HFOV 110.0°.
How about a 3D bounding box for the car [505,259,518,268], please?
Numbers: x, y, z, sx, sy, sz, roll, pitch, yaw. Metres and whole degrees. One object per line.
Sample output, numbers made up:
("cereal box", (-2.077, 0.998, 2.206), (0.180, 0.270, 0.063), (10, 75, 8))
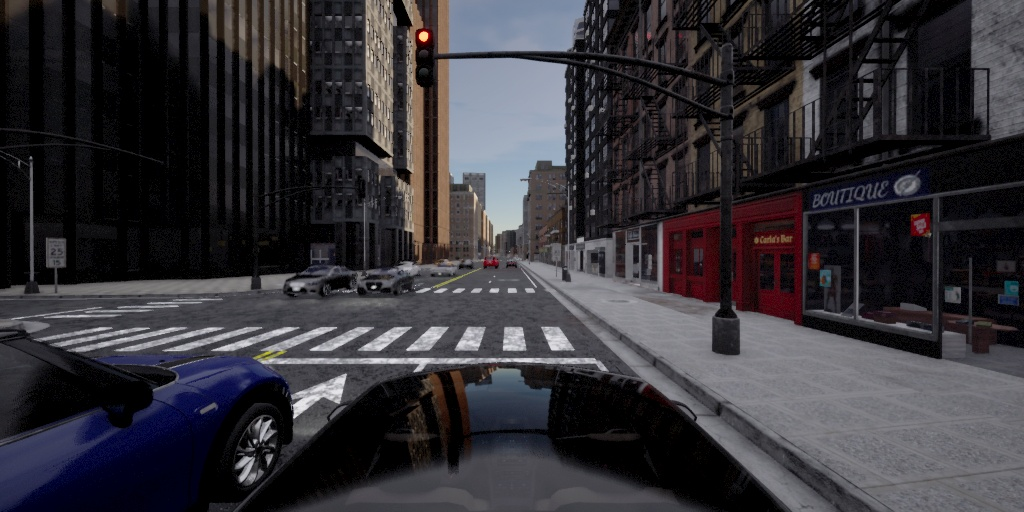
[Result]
("car", (-0.083, 1.273, 61.835), (1.837, 1.490, 4.892), (0, 0, 0))

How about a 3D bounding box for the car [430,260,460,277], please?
("car", (-6.698, 1.360, 35.345), (1.895, 1.301, 4.718), (0, 0, 0))

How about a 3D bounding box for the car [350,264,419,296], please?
("car", (-6.651, 1.317, 19.259), (1.994, 1.385, 4.181), (0, 0, 0))

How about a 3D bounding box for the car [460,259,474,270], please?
("car", (-6.731, 1.243, 53.212), (1.882, 1.535, 5.008), (0, 0, 0))

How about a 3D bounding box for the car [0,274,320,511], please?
("car", (-3.145, 1.102, 1.592), (2.097, 1.767, 4.553), (0, 0, 0))

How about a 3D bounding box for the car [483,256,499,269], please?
("car", (-3.420, 0.988, 58.051), (2.150, 2.045, 5.566), (0, 0, 0))

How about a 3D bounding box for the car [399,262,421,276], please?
("car", (-9.939, 1.284, 33.663), (1.812, 1.442, 4.674), (0, 0, 0))

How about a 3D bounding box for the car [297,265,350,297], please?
("car", (-9.901, 1.246, 18.907), (2.128, 1.511, 4.902), (0, 0, 0))
